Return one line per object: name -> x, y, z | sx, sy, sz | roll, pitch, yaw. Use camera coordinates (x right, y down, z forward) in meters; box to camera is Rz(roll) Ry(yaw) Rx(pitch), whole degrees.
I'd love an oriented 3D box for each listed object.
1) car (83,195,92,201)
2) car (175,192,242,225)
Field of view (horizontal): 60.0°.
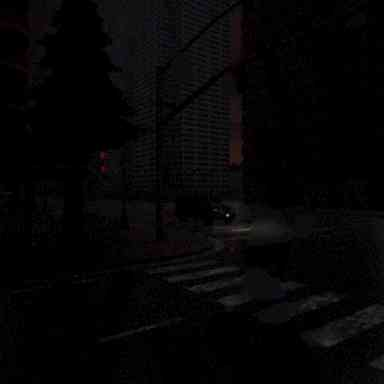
car -> -25.682, 1.397, 80.600 | 2.128, 1.511, 4.902 | 0, 0, -35
car -> 0.849, 1.255, 25.074 | 2.150, 2.045, 5.566 | 0, 0, -35
